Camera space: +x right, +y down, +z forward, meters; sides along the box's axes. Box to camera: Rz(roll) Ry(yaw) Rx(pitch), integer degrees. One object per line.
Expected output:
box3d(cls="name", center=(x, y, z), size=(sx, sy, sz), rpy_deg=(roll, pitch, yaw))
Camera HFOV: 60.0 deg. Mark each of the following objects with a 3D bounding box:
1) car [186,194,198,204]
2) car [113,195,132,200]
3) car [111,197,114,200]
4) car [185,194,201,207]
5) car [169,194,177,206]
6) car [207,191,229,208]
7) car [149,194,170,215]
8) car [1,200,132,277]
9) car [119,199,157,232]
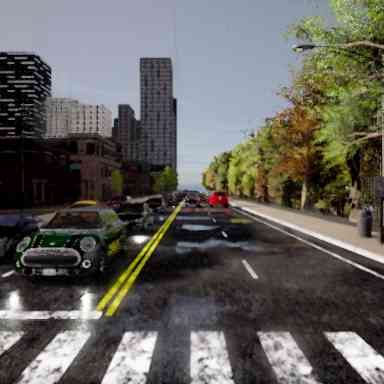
box3d(cls="car", center=(0.009, 1.057, 53.081), size=(1.882, 1.535, 5.008), rpy_deg=(0, 0, 0))
box3d(cls="car", center=(-6.587, 1.110, 30.644), size=(2.097, 1.767, 4.553), rpy_deg=(0, 0, 0))
box3d(cls="car", center=(-6.597, 1.313, 20.864), size=(1.882, 1.535, 5.008), rpy_deg=(0, 0, 0))
box3d(cls="car", center=(0.104, 1.153, 42.774), size=(2.128, 1.511, 4.902), rpy_deg=(0, 0, 0))
box3d(cls="car", center=(-3.247, 1.052, 46.202), size=(2.097, 1.767, 4.553), rpy_deg=(0, 0, 0))
box3d(cls="car", center=(3.350, 0.890, 41.878), size=(2.150, 2.045, 5.566), rpy_deg=(0, 0, 0))
box3d(cls="car", center=(-3.340, 1.262, 30.595), size=(1.837, 1.490, 4.892), rpy_deg=(0, 1, 0))
box3d(cls="car", center=(-3.349, 1.272, 10.045), size=(2.097, 1.767, 4.553), rpy_deg=(0, 0, 0))
box3d(cls="car", center=(-3.347, 1.354, 19.107), size=(1.837, 1.490, 4.892), rpy_deg=(0, 0, 0))
